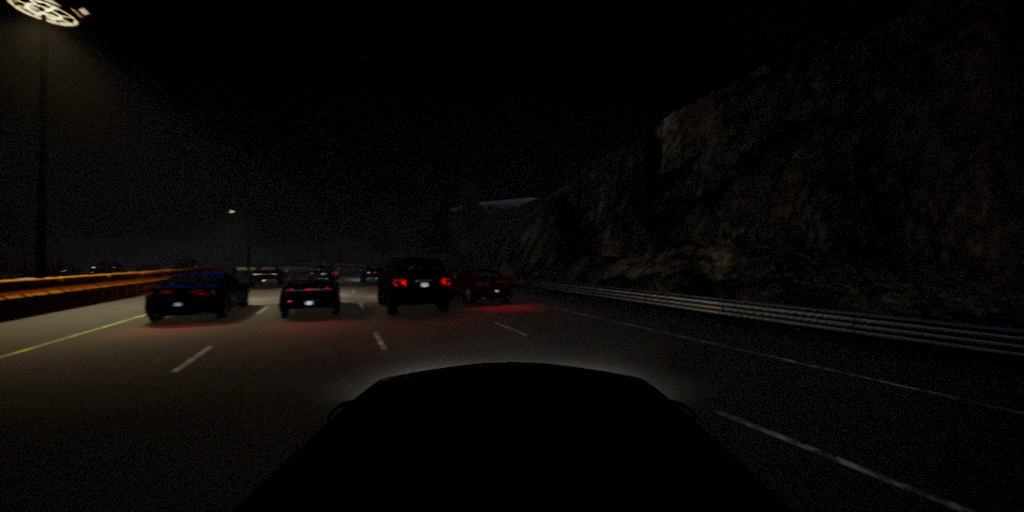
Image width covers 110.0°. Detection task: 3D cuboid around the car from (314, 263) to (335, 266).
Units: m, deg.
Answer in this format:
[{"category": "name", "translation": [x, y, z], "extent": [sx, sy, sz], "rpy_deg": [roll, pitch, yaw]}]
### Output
[{"category": "car", "translation": [-14.265, 1.302, 27.317], "extent": [2.097, 1.767, 4.553], "rpy_deg": [0, -1, -26]}]

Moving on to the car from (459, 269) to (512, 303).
[{"category": "car", "translation": [-1.715, 1.359, 17.683], "extent": [1.882, 1.535, 5.008], "rpy_deg": [0, 0, -26]}]

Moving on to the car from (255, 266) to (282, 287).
[{"category": "car", "translation": [-17.442, 1.429, 25.847], "extent": [2.128, 1.511, 4.902], "rpy_deg": [0, 0, -26]}]

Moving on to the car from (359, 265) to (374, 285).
[{"category": "car", "translation": [-11.155, 1.460, 28.922], "extent": [2.128, 1.511, 4.902], "rpy_deg": [0, 0, -26]}]

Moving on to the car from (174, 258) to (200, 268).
[{"category": "car", "translation": [-42.837, 1.314, 47.372], "extent": [2.150, 2.045, 5.566], "rpy_deg": [0, -1, -36]}]

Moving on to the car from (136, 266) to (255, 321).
[{"category": "car", "translation": [-11.141, 1.312, 13.054], "extent": [1.882, 1.535, 5.008], "rpy_deg": [0, 0, -26]}]

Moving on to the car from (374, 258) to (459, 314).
[{"category": "car", "translation": [-4.131, 1.079, 14.615], "extent": [2.150, 2.045, 5.566], "rpy_deg": [0, 0, -26]}]

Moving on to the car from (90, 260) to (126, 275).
[{"category": "car", "translation": [-48.217, 1.402, 42.851], "extent": [2.097, 1.767, 4.553], "rpy_deg": [0, -1, -36]}]

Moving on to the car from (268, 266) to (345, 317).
[{"category": "car", "translation": [-7.680, 1.338, 13.926], "extent": [2.128, 1.511, 4.902], "rpy_deg": [0, 0, -26]}]

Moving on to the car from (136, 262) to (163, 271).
[{"category": "car", "translation": [-45.532, 1.563, 45.098], "extent": [2.128, 1.511, 4.902], "rpy_deg": [0, -1, -36]}]
